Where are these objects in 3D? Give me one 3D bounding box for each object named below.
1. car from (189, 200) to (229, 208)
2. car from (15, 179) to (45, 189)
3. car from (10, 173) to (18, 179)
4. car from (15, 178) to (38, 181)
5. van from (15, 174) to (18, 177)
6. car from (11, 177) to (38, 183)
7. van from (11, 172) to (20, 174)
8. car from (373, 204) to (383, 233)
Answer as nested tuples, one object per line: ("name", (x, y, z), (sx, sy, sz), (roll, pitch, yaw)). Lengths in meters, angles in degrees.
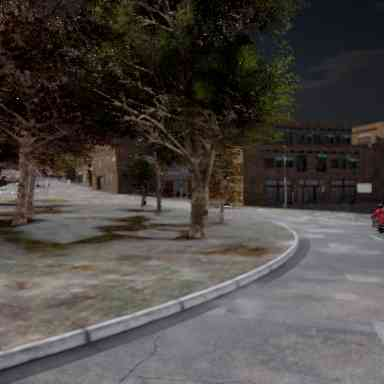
("car", (2.136, 1.184, 42.601), (5.357, 1.411, 2.033), (3, 2, 42))
("car", (-33.140, -1.397, 68.974), (2.231, 1.521, 4.892), (6, 5, 39))
("car", (-39.433, -2.730, 79.302), (2.435, 2.045, 5.566), (7, 5, 39))
("car", (-34.707, -1.629, 71.572), (2.002, 1.452, 4.674), (7, 5, 39))
("van", (-37.775, -2.438, 76.830), (1.878, 1.987, 4.442), (6, 5, 39))
("car", (-36.397, -1.938, 74.015), (1.946, 1.575, 5.366), (7, 5, 39))
("van", (-42.643, -3.244, 84.420), (1.878, 1.987, 4.442), (7, 5, 39))
("car", (10.765, 1.201, 16.400), (2.150, 2.045, 5.566), (0, 0, 13))
